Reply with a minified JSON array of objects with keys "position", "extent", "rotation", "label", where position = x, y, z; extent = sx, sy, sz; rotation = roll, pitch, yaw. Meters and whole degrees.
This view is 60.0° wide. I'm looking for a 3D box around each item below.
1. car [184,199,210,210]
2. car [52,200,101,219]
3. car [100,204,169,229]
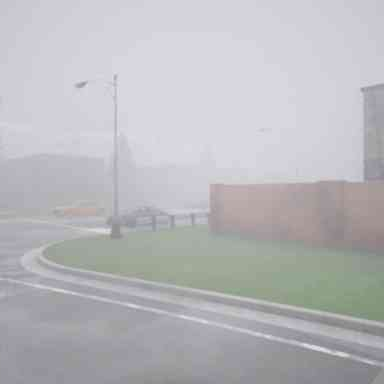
[{"position":[1.128,1.572,41.738],"extent":[1.895,1.301,4.718],"rotation":[0,0,44],"label":"car"},{"position":[-10.019,1.497,30.124],"extent":[1.882,1.535,5.008],"rotation":[0,0,44],"label":"car"},{"position":[-3.493,1.563,21.760],"extent":[1.994,1.385,4.181],"rotation":[0,0,44],"label":"car"}]
